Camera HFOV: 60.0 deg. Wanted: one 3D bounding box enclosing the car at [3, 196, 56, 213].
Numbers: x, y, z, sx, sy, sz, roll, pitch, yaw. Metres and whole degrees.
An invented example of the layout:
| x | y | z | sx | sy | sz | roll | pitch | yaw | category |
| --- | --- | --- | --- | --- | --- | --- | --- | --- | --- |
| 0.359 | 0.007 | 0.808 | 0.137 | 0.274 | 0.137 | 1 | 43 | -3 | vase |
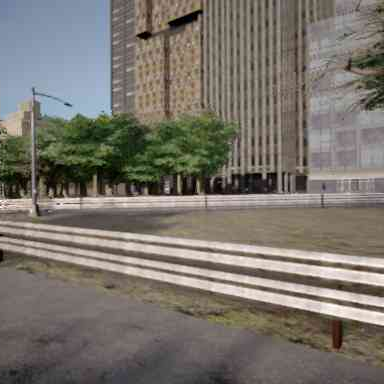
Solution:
| x | y | z | sx | sy | sz | roll | pitch | yaw | category |
| --- | --- | --- | --- | --- | --- | --- | --- | --- | --- |
| -16.159 | 1.223 | 32.801 | 5.366 | 1.575 | 1.801 | -1 | 0 | 5 | car |
